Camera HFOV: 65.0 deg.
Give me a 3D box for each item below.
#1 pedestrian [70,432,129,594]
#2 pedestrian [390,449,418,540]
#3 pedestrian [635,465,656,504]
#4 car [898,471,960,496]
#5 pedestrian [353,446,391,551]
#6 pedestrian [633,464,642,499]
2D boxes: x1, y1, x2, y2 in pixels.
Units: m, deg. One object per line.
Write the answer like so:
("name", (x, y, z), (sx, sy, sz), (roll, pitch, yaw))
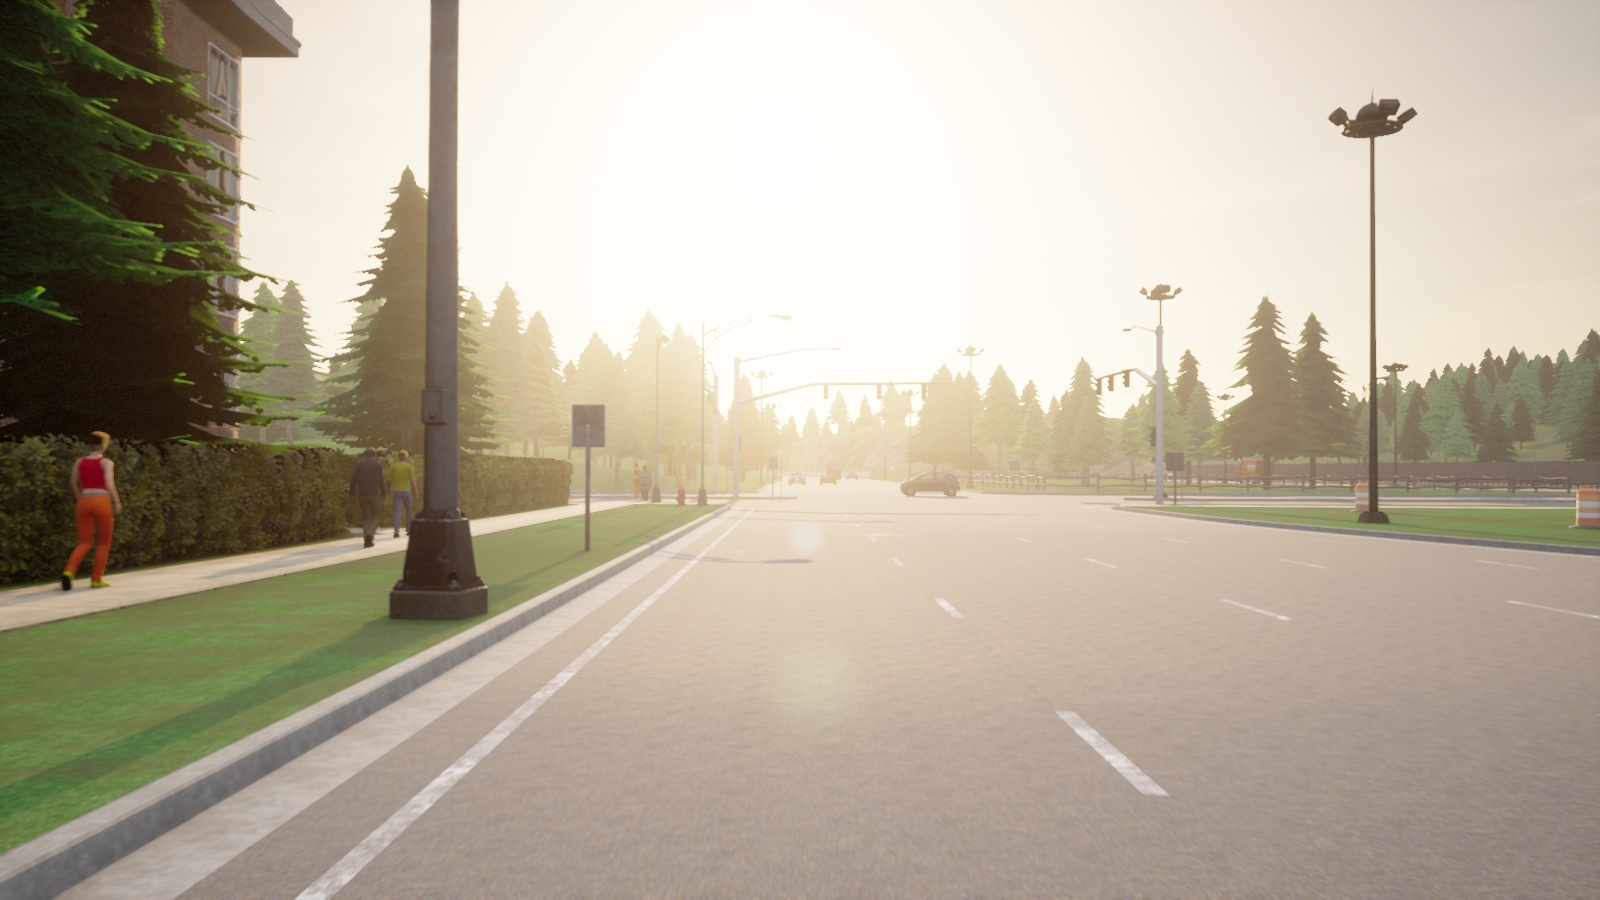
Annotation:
("pedestrian", (-8.114, 0.720, 14.551), (0.345, 1.836, 0.594), (0, -1, 0))
("pedestrian", (-8.119, 0.907, 25.762), (0.354, 1.836, 0.706), (0, -1, 0))
("pedestrian", (-7.348, 1.634, 59.796), (0.874, 1.855, 0.900), (0, -1, 0))
("car", (8.000, 2.069, 78.148), (3.705, 1.549, 1.789), (0, -1, 0))
("pedestrian", (-7.633, 0.849, 22.398), (0.402, 1.842, 0.726), (0, -1, 2))
("pedestrian", (-8.643, 1.656, 66.643), (0.345, 1.836, 0.594), (0, -1, 4))
